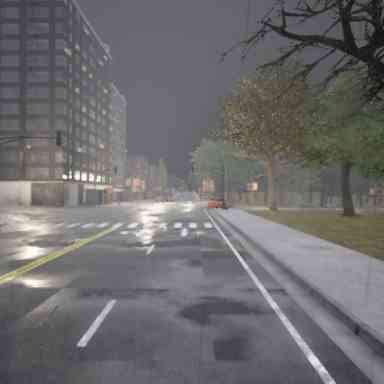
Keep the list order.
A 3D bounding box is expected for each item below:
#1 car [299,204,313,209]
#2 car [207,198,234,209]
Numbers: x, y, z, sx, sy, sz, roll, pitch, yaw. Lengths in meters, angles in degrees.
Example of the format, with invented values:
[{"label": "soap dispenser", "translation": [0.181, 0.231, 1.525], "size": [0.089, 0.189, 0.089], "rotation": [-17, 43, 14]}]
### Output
[{"label": "car", "translation": [29.186, 3.599, 85.096], "size": [1.895, 1.301, 4.718], "rotation": [0, -3, 45]}, {"label": "car", "translation": [4.469, 1.732, 51.173], "size": [4.553, 1.767, 2.097], "rotation": [2, 1, -44]}]
